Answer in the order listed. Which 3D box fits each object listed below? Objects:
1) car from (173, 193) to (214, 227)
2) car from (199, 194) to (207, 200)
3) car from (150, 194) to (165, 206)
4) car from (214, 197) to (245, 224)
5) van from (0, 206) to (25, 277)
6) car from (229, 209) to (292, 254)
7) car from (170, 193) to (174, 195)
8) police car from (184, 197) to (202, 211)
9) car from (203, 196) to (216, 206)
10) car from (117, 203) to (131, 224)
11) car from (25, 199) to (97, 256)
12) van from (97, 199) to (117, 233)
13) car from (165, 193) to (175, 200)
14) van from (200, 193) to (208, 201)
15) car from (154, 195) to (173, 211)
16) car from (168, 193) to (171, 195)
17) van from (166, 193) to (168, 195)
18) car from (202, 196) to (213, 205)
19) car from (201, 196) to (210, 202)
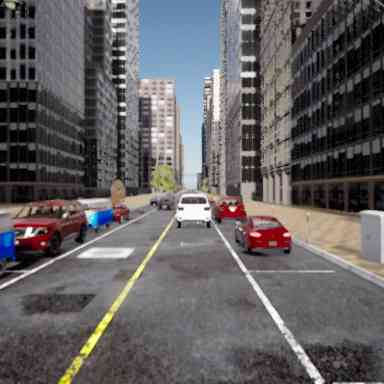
[{"bbox_3d":[0.118,1.181,22.633,2.150,2.045,5.566,0,0,0],"label":"car"},{"bbox_3d":[2.752,1.340,86.849,1.887,1.381,4.507,0,0,0],"label":"car"},{"bbox_3d":[-5.653,1.459,52.844,1.947,1.339,4.313,0,0,0],"label":"car"},{"bbox_3d":[2.707,1.270,24.495,2.192,1.841,5.009,0,0,0],"label":"car"},{"bbox_3d":[-5.686,1.329,7.498,1.690,1.788,3.998,0,0,0],"label":"van"},{"bbox_3d":[2.699,1.559,13.159,1.802,1.307,4.206,0,0,0],"label":"car"},{"bbox_3d":[-5.632,1.379,81.187,1.947,1.339,4.313,0,0,0],"label":"car"},{"bbox_3d":[0.130,1.423,41.278,2.038,1.542,4.974,0,0,0],"label":"police car"},{"bbox_3d":[2.727,1.438,52.837,1.887,1.381,4.507,0,0,0],"label":"car"},{"bbox_3d":[-5.673,1.500,24.502,1.887,1.381,4.507,0,0,0],"label":"car"},{"bbox_3d":[-5.681,1.293,13.166,2.192,1.841,5.009,0,0,0],"label":"car"},{"bbox_3d":[-5.678,1.308,18.834,1.690,1.788,3.998,0,0,0],"label":"van"},{"bbox_3d":[-5.628,1.111,86.854,2.192,1.841,5.009,0,0,0],"label":"car"},{"bbox_3d":[2.744,1.172,75.512,1.690,1.788,3.998,0,0,0],"label":"van"},{"bbox_3d":[-3.063,1.429,39.377,1.837,1.490,4.892,0,0,0],"label":"car"},{"bbox_3d":[-5.644,1.432,64.181,1.947,1.339,4.313,0,0,0],"label":"car"},{"bbox_3d":[-5.649,1.222,58.511,1.690,1.788,3.998,0,0,0],"label":"van"},{"bbox_3d":[2.732,1.462,58.505,1.802,1.307,4.206,0,0,0],"label":"car"},{"bbox_3d":[2.740,1.431,69.844,1.802,1.307,4.206,0,0,0],"label":"car"}]
